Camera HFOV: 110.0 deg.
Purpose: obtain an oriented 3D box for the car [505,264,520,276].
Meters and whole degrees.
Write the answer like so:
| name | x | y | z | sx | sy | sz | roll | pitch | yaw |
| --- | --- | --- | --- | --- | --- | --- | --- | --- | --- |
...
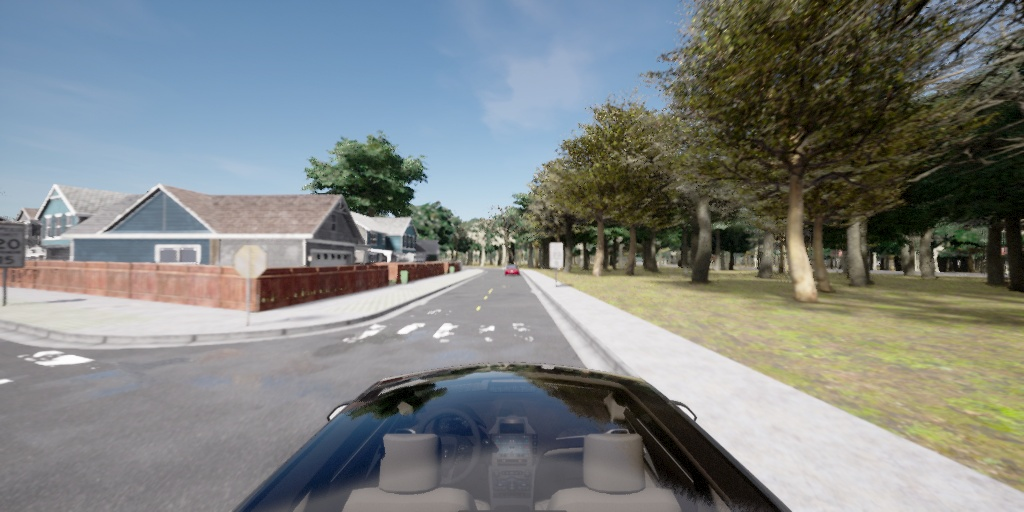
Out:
| name | x | y | z | sx | sy | sz | roll | pitch | yaw |
| --- | --- | --- | --- | --- | --- | --- | --- | --- | --- |
| car | 0.019 | 1.925 | 48.289 | 1.994 | 1.385 | 4.181 | 0 | -1 | 1 |
